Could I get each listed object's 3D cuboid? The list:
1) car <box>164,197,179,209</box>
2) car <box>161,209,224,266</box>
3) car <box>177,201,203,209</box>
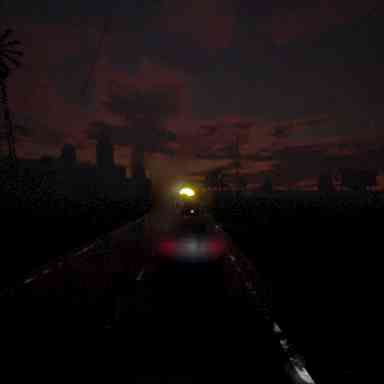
[{"bbox_3d":[-2.810,1.441,46.098,1.882,1.535,5.008,0,0,0],"label":"car"},{"bbox_3d":[0.024,1.537,11.411,2.033,1.411,5.357,0,0,0],"label":"car"},{"bbox_3d":[0.044,1.540,28.950,1.994,1.385,4.181,0,0,1],"label":"car"}]
